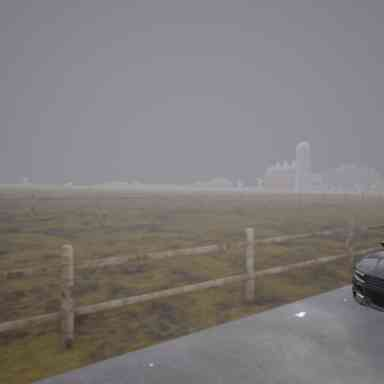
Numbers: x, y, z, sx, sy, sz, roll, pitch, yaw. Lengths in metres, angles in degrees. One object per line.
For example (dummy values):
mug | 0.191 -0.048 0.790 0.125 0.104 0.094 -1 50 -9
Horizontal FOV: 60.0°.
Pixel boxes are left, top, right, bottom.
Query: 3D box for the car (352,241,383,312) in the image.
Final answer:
car | 5.258 1.454 6.817 5.008 1.535 1.882 0 0 -35
